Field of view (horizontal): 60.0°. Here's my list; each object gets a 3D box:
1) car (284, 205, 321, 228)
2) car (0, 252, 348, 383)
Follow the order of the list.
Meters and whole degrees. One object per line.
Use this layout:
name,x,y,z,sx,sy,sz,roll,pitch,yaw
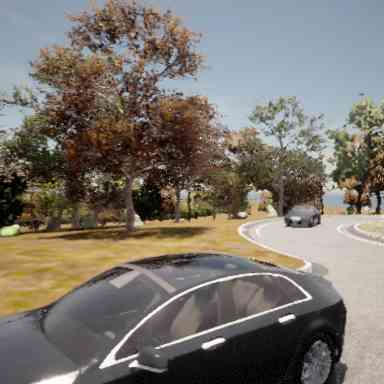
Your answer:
car,8.245,1.738,24.636,2.128,1.511,4.902,0,-1,31
car,-0.257,1.525,3.658,4.892,1.490,1.837,1,0,-34
